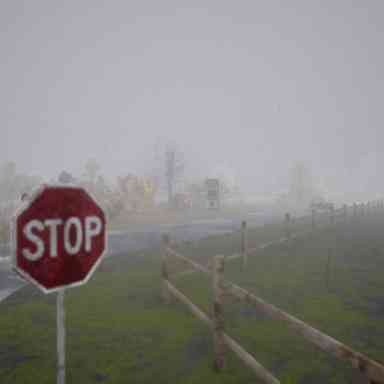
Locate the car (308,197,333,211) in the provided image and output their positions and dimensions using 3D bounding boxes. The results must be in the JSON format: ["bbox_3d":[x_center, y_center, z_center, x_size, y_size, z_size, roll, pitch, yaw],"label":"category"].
[{"bbox_3d":[16.389,1.418,42.182,2.097,1.767,4.553,-1,0,36],"label":"car"}]
